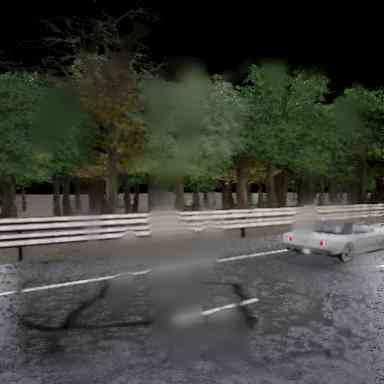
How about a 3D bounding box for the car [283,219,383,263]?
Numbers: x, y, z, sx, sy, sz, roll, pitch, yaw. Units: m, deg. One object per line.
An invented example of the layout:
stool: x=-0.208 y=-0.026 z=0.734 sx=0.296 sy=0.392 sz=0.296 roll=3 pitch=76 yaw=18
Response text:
car: x=5.530 y=1.623 z=12.034 sx=4.718 sy=1.301 sz=1.895 roll=0 pitch=0 yaw=-35
